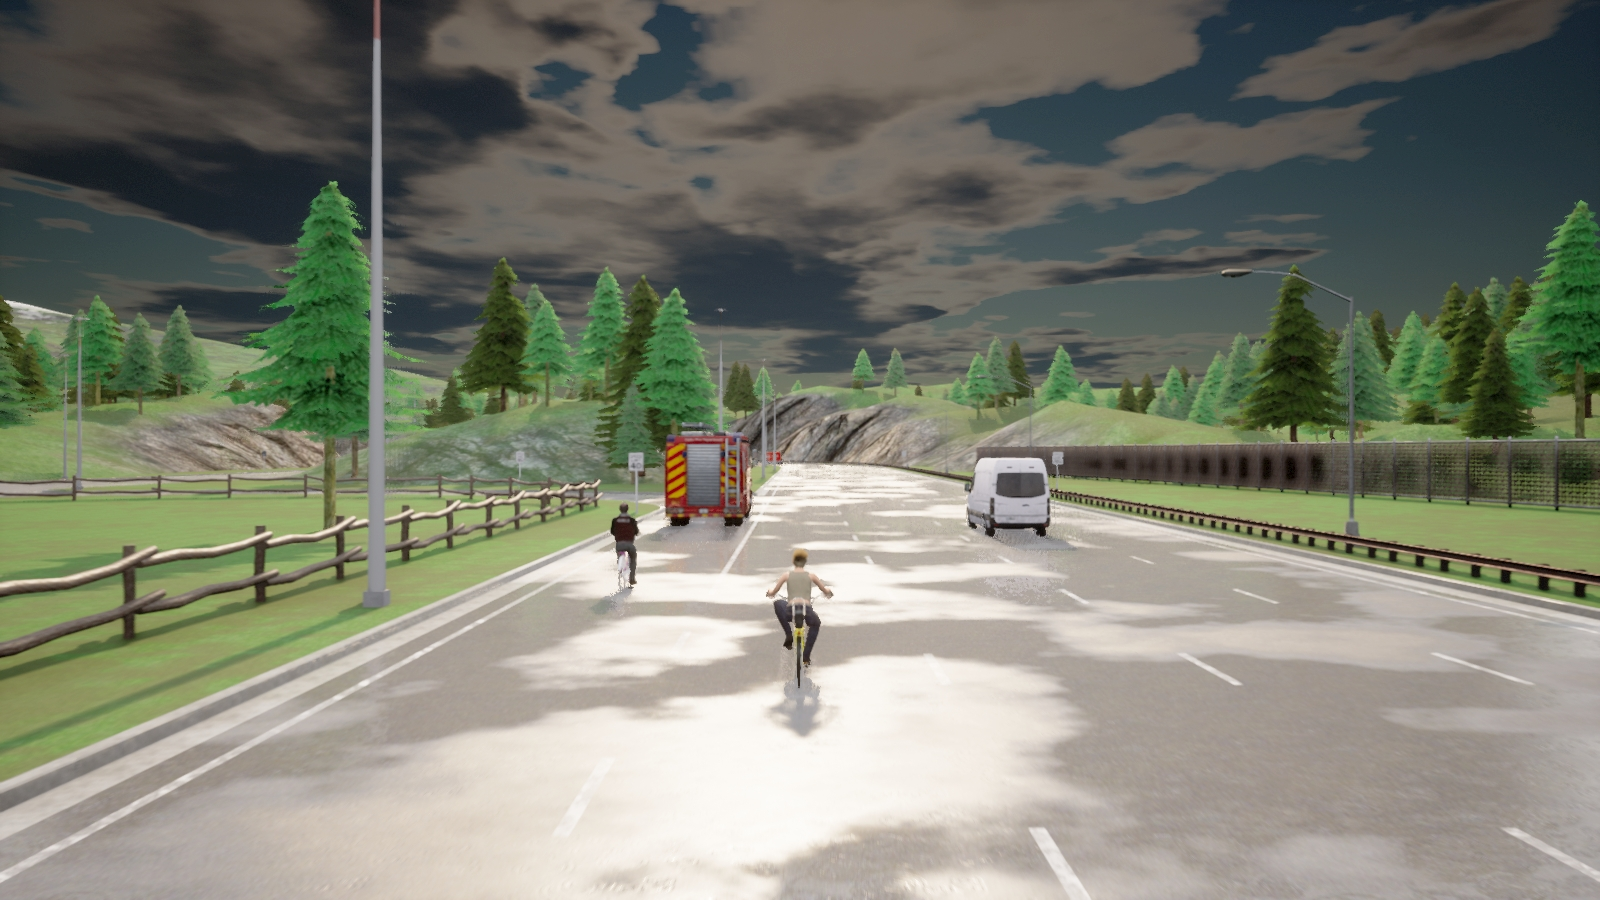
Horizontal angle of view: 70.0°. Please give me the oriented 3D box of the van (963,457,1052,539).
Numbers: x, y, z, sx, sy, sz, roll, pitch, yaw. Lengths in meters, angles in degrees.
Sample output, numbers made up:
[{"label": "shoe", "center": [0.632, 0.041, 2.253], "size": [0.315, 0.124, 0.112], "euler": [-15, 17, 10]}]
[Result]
[{"label": "van", "center": [7.017, 1.552, 39.221], "size": [1.988, 2.561, 5.915], "euler": [0, 0, 0]}]

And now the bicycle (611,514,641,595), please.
[{"label": "bicycle", "center": [-3.492, 2.071, 22.980], "size": [0.329, 1.471, 1.835], "euler": [0, 0, 0]}]

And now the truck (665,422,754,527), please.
[{"label": "truck", "center": [-3.488, 0.911, 45.906], "size": [2.891, 3.827, 8.468], "euler": [0, 0, 0]}]

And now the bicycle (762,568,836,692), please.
[{"label": "bicycle", "center": [-0.006, 2.164, 14.002], "size": [0.859, 1.276, 1.487], "euler": [0, 0, 0]}]
